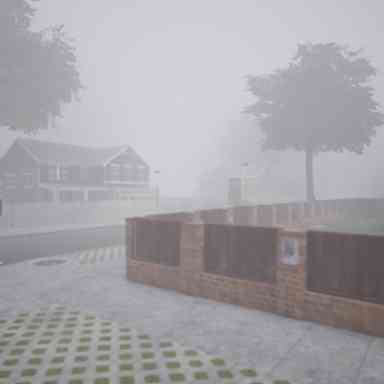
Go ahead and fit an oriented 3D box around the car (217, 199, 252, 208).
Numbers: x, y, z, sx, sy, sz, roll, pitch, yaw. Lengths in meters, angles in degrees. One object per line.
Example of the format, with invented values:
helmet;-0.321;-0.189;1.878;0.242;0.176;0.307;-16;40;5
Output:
car;4.066;1.457;31.627;2.097;1.767;4.553;0;0;35

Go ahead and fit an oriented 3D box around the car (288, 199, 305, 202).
car;14.679;1.660;46.400;1.882;1.535;5.008;0;0;35
